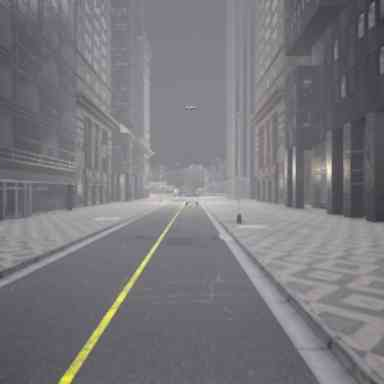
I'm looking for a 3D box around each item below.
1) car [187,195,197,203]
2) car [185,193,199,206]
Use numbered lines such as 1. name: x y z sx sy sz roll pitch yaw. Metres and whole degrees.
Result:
1. car: -0.007 1.403 65.198 1.837 1.490 4.892 0 0 0
2. car: -0.005 1.159 54.807 2.150 2.045 5.566 0 0 0
